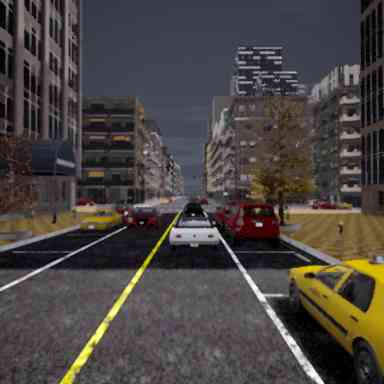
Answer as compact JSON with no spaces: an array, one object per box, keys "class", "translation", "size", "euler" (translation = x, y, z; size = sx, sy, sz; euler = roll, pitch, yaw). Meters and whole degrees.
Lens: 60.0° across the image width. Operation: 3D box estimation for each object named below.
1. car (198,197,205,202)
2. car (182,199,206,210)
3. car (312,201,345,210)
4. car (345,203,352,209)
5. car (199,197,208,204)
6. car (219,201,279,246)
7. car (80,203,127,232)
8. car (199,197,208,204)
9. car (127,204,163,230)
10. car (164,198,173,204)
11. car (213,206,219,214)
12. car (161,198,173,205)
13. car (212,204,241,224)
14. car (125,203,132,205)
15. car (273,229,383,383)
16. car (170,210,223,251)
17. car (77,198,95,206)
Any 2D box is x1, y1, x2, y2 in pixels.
[{"class":"car","translation":[2.725,2.202,92.514],"size":[1.802,1.307,4.206],"euler":[1,0,0]},{"class":"car","translation":[0.105,1.709,30.818],"size":[1.837,1.490,4.892],"euler":[0,0,0]},{"class":"car","translation":[20.862,2.091,51.628],"size":[4.097,1.590,1.967],"euler":[1,-2,0]},{"class":"car","translation":[26.275,2.397,59.977],"size":[4.829,1.417,1.752],"euler":[1,-2,0]},{"class":"car","translation":[2.721,2.052,75.944],"size":[1.887,1.381,4.507],"euler":[1,0,0]},{"class":"car","translation":[2.705,1.420,15.791],"size":[2.192,1.841,5.009],"euler":[1,0,0]},{"class":"car","translation":[-5.676,1.666,21.183],"size":[1.752,1.417,4.829],"euler":[1,0,0]},{"class":"car","translation":[2.723,1.985,81.469],"size":[1.967,1.590,4.097],"euler":[1,0,0]},{"class":"car","translation":[-3.091,1.713,22.434],"size":[1.994,1.385,4.181],"euler":[0,0,0]},{"class":"car","translation":[-5.659,2.089,81.484],"size":[1.887,1.381,4.507],"euler":[1,0,0]},{"class":"car","translation":[2.706,1.457,21.351],"size":[2.192,1.841,5.009],"euler":[1,0,0]},{"class":"car","translation":[-5.661,1.994,70.268],"size":[1.752,1.417,4.829],"euler":[1,0,0]},{"class":"car","translation":[2.706,1.723,26.909],"size":[1.887,1.381,4.507],"euler":[1,0,0]},{"class":"car","translation":[-5.673,1.619,26.913],"size":[1.967,1.590,4.097],"euler":[1,0,0]},{"class":"car","translation":[2.700,1.558,4.841],"size":[1.752,1.417,4.829],"euler":[1,0,0]},{"class":"car","translation":[0.100,1.698,14.606],"size":[1.895,1.301,4.718],"euler":[0,0,0]},{"class":"car","translation":[-17.236,1.600,51.319],"size":[4.507,1.381,1.887],"euler":[1,-2,0]}]
